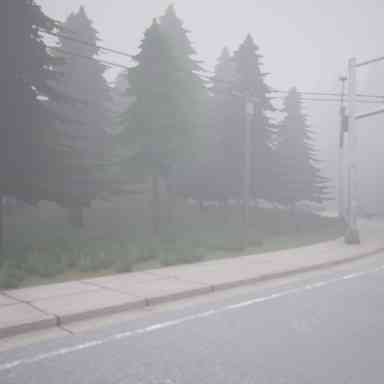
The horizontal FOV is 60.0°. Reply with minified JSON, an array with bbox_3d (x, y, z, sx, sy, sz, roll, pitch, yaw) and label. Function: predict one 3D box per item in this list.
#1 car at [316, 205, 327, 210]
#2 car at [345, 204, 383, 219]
[{"bbox_3d":[14.372,1.806,42.117,2.033,1.411,5.357,0,0,-25],"label":"car"},{"bbox_3d":[16.831,1.832,32.063,1.895,1.301,4.718,0,0,-5],"label":"car"}]
